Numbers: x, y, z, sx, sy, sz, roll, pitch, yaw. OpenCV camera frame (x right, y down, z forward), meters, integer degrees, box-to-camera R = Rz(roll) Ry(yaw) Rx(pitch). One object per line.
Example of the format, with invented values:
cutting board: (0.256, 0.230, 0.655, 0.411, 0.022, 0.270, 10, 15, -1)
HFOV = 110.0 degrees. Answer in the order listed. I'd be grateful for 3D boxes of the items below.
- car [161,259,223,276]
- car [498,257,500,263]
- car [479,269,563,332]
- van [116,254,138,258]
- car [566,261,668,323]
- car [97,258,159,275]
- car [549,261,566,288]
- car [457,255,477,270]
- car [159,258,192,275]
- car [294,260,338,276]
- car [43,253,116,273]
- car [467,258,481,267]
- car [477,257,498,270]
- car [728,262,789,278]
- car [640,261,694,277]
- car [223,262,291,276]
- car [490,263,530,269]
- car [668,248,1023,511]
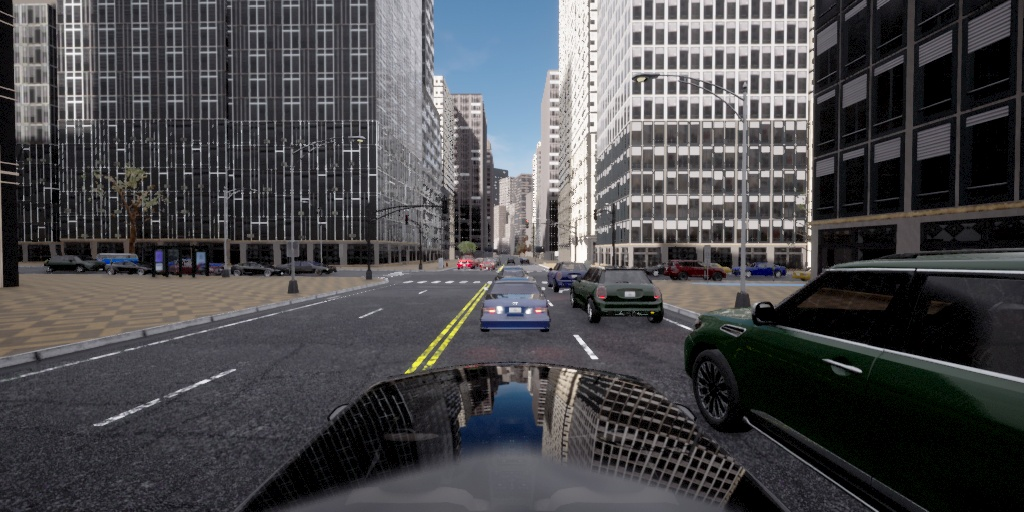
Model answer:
car: (-28.493, 1.136, 32.336, 4.207, 1.307, 1.802, 0, 0, 1)
car: (-3.480, 1.229, 60.074, 1.812, 1.442, 4.674, 0, 0, 0)
car: (0.079, 1.293, 10.793, 2.033, 1.411, 5.357, 0, 0, 0)
van: (-45.388, 0.602, 41.127, 3.998, 1.789, 1.690, 0, 0, 1)
car: (3.324, 1.097, 12.240, 2.097, 1.767, 4.553, 0, 0, 0)
car: (-34.174, 1.067, 32.495, 4.313, 1.339, 1.948, 0, 0, 1)
car: (3.300, 1.091, 21.104, 2.097, 1.767, 4.553, 0, 0, 0)
car: (-6.721, 0.933, 53.374, 2.150, 2.045, 5.566, 0, 0, 0)
car: (-30.883, 0.966, 35.069, 5.008, 1.535, 1.882, 0, 1, 1)
car: (-19.994, 1.135, 34.875, 5.357, 1.411, 2.033, 1, 1, 1)
car: (-42.633, 0.732, 35.291, 4.553, 1.767, 2.097, 1, 1, 1)
car: (-6.718, 1.176, 63.719, 1.882, 1.535, 5.008, 0, 0, 1)
car: (-3.440, 1.066, 51.230, 2.097, 1.767, 4.553, 0, 0, -1)
car: (25.684, 1.420, 37.426, 5.008, 1.535, 1.882, 1, 1, 1)
car: (16.206, 1.364, 37.589, 4.892, 1.490, 1.837, 0, 1, -1)
car: (-22.809, 1.172, 32.217, 4.313, 1.339, 1.948, 0, 0, 1)
car: (0.052, 1.304, 20.036, 1.994, 1.385, 4.181, 0, 0, 0)
car: (3.345, 0.971, 2.394, 2.150, 2.045, 5.566, 0, 0, 0)
